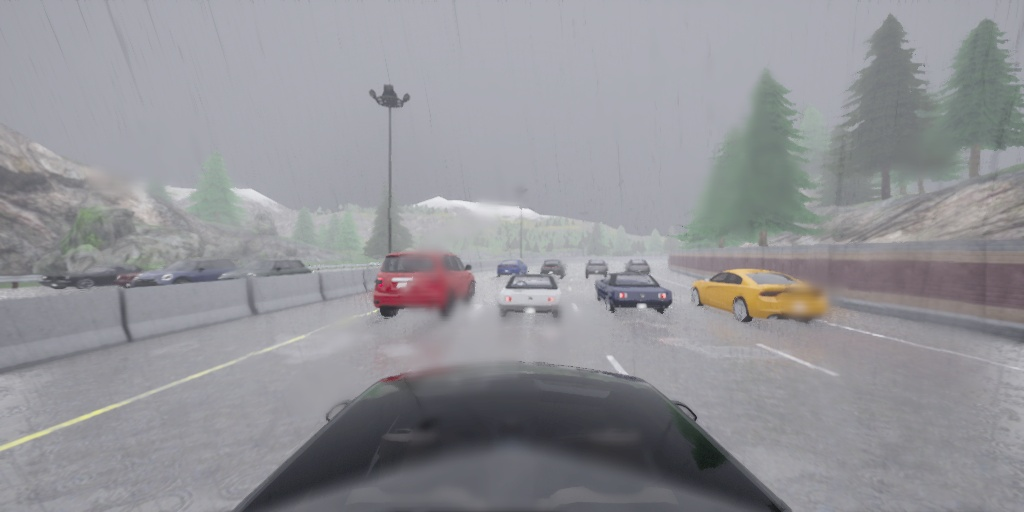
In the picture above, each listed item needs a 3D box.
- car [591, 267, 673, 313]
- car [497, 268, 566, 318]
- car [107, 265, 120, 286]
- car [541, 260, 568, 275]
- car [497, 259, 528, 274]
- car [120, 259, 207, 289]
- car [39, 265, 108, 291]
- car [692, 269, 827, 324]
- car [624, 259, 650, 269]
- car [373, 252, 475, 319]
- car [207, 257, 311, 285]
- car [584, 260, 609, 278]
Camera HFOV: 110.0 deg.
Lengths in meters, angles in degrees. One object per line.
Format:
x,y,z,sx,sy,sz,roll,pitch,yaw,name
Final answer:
4.337,1.275,13.562,1.895,1.301,4.718,0,0,6,car
0.728,1.275,12.587,1.895,1.301,4.718,0,0,5,car
-19.613,1.179,20.807,1.895,1.301,4.718,0,0,8,car
3.557,1.059,30.244,1.837,1.490,4.892,0,0,12,car
0.110,1.021,30.855,1.882,1.535,5.008,0,0,12,car
-16.384,0.951,18.445,2.097,1.767,4.553,0,1,7,car
-23.174,1.174,20.565,1.895,1.301,4.718,0,0,8,car
7.711,1.170,11.830,1.882,1.535,5.008,0,0,5,car
11.155,1.048,31.950,2.128,1.511,4.902,0,0,14,car
-2.777,0.889,12.591,2.150,2.045,5.566,0,0,5,car
-12.808,0.956,18.887,2.097,1.767,4.553,0,0,8,car
7.331,1.047,31.053,2.128,1.511,4.902,0,0,13,car
